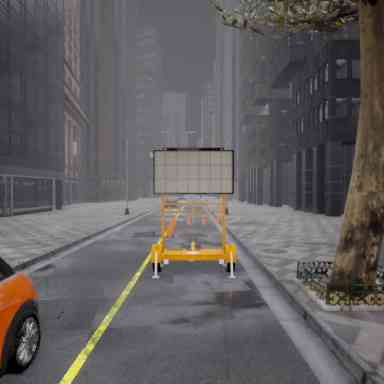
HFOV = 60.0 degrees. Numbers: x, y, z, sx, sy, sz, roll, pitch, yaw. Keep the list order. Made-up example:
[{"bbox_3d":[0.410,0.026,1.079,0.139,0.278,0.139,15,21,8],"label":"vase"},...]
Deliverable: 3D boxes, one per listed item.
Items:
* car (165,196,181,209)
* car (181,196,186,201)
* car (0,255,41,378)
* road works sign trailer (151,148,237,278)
[{"bbox_3d":[-2.956,1.606,46.048,2.033,1.411,5.357,0,0,0],"label":"car"},{"bbox_3d":[-2.718,1.730,89.972,1.994,1.385,4.181,0,0,0],"label":"car"},{"bbox_3d":[-3.094,1.351,2.571,2.097,1.767,4.553,0,0,0],"label":"car"},{"bbox_3d":[0.046,0.465,10.099,2.380,3.560,2.880,0,0,0],"label":"road works sign trailer"}]
